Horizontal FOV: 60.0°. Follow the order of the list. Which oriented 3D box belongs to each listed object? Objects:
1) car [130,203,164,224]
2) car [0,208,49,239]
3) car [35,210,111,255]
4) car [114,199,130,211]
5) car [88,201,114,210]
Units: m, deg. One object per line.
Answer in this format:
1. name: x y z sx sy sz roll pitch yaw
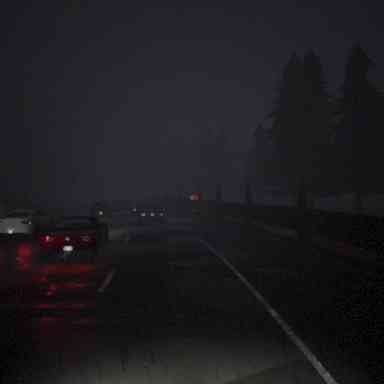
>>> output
1. car: -3.371 1.628 25.669 2.033 1.411 5.357 0 0 -14
2. car: -8.801 1.593 17.694 1.812 1.442 4.674 0 0 -10
3. car: -4.572 1.649 13.650 1.895 1.301 4.718 0 0 -8
4. car: -9.112 1.617 42.375 1.882 1.535 5.008 0 -1 -23
5. car: -8.830 1.613 31.824 1.837 1.490 4.892 0 0 -18
